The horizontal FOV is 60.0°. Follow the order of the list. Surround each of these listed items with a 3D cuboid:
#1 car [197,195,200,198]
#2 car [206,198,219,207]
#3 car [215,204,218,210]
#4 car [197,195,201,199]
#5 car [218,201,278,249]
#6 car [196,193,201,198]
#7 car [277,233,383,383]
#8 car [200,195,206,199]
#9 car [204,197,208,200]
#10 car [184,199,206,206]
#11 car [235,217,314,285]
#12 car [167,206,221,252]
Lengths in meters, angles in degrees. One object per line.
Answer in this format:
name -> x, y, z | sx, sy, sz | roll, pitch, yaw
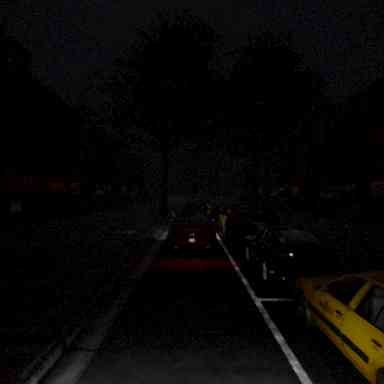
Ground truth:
car -> 2.632, 1.900, 76.339 | 1.752, 1.417, 4.829 | 0, 0, 0
car -> 2.631, 1.675, 31.795 | 1.967, 1.590, 4.097 | 0, 0, 0
car -> 2.632, 1.694, 20.871 | 1.752, 1.417, 4.829 | 0, 0, 0
car -> 2.633, 1.936, 70.623 | 1.947, 1.339, 4.313 | 0, 0, 0
car -> 2.630, 1.445, 15.155 | 2.192, 1.841, 5.009 | 0, 0, 0
car -> 2.632, 1.694, 81.715 | 2.192, 1.841, 5.009 | 0, 0, 0
car -> 2.631, 1.565, 4.231 | 1.752, 1.417, 4.829 | 0, 0, 0
car -> 2.747, 1.670, 49.087 | 2.097, 1.767, 4.553 | 0, 0, 0
car -> 2.631, 1.705, 37.342 | 1.967, 1.590, 4.097 | 0, 0, 0
car -> 0.003, 1.700, 29.473 | 1.882, 1.535, 5.008 | 0, 0, 0
car -> 2.631, 1.636, 9.609 | 2.008, 1.369, 4.403 | 0, 0, 0
car -> 0.004, 1.602, 14.471 | 1.882, 1.535, 5.008 | 0, 0, 0
